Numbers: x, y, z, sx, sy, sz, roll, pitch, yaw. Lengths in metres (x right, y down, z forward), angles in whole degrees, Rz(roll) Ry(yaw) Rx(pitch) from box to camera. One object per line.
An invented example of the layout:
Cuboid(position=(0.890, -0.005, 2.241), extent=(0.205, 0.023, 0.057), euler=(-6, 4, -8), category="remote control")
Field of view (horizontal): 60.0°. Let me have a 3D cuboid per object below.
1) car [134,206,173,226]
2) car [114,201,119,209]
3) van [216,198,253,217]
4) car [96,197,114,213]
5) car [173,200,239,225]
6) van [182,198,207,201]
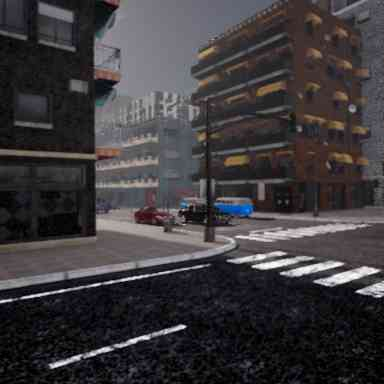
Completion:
Cuboid(position=(-2.943, 1.762, 25.460), extent=(1.802, 1.307, 4.206), euler=(-2, 0, -37), category="car")
Cuboid(position=(-13.098, 2.029, 52.837), extent=(1.802, 1.307, 4.206), euler=(-2, 0, -37), category="car")
Cuboid(position=(3.736, 1.415, 30.455), extent=(1.690, 1.788, 3.998), euler=(-2, 0, -37), category="van")
Cuboid(position=(-12.329, 1.622, 42.214), extent=(2.150, 2.045, 5.566), euler=(-1, 0, -37), category="car")
Cuboid(position=(0.900, 1.612, 24.618), extent=(1.837, 1.490, 4.892), euler=(-1, 0, -37), category="car")
Cuboid(position=(0.368, 1.489, 34.932), extent=(1.690, 1.788, 3.998), euler=(-2, 0, -37), category="van")
